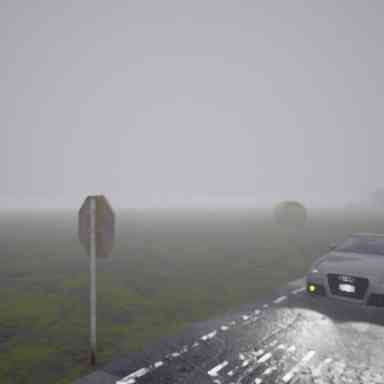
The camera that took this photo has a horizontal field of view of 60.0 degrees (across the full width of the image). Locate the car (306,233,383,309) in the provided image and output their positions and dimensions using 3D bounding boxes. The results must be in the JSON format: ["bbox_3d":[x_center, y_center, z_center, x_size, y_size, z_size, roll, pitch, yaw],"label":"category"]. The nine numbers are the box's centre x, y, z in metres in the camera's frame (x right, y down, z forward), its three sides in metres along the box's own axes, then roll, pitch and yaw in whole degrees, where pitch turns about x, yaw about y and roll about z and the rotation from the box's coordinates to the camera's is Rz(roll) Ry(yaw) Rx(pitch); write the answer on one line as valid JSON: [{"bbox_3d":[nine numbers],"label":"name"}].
[{"bbox_3d":[4.415,1.722,8.000,1.994,1.385,4.181,-2,-2,43],"label":"car"}]
